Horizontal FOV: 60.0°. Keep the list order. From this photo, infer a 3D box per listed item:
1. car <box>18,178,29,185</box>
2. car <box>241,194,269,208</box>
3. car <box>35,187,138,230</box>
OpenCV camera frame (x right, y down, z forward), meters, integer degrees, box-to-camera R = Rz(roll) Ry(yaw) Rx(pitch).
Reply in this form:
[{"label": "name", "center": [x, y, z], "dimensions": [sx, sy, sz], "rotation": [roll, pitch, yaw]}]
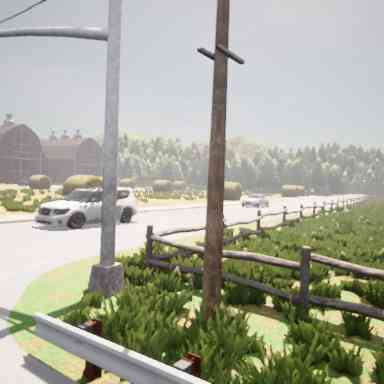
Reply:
[{"label": "car", "center": [-39.818, -2.426, 79.208], "dimensions": [1.905, 1.878, 3.866], "rotation": [8, 2, -14]}, {"label": "car", "center": [6.991, 0.943, 36.305], "dimensions": [1.812, 1.442, 4.674], "rotation": [3, 2, 33]}, {"label": "car", "center": [-5.228, 0.778, 17.391], "dimensions": [2.150, 2.045, 5.566], "rotation": [3, 4, 33]}]
